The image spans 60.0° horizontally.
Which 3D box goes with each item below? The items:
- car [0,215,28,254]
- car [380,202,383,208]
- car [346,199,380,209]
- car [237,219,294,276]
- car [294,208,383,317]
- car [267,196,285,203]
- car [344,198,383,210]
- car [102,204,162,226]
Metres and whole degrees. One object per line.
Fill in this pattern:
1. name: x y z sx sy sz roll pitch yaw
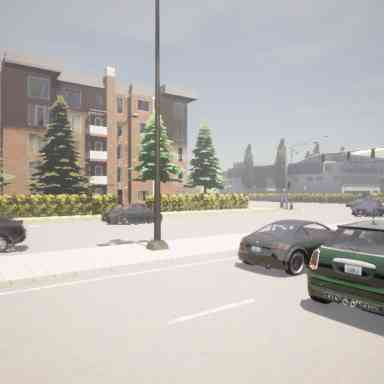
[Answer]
1. car: -8.648 1.502 11.951 4.892 1.490 1.837 -1 0 -35
2. car: 11.475 1.352 16.254 4.553 1.767 2.097 0 0 -36
3. car: 16.156 1.564 29.917 4.181 1.385 1.994 0 0 -37
4. car: 3.425 1.564 10.467 4.181 1.385 1.994 0 0 -36
5. car: 4.486 1.352 6.933 4.553 1.767 2.097 0 0 -36
6. car: 17.447 1.561 68.264 1.994 1.385 4.181 0 0 -35
7. car: 22.330 1.564 43.278 4.181 1.385 1.994 0 0 2
8. car: -4.241 1.564 23.676 4.181 1.385 1.994 0 0 -35
